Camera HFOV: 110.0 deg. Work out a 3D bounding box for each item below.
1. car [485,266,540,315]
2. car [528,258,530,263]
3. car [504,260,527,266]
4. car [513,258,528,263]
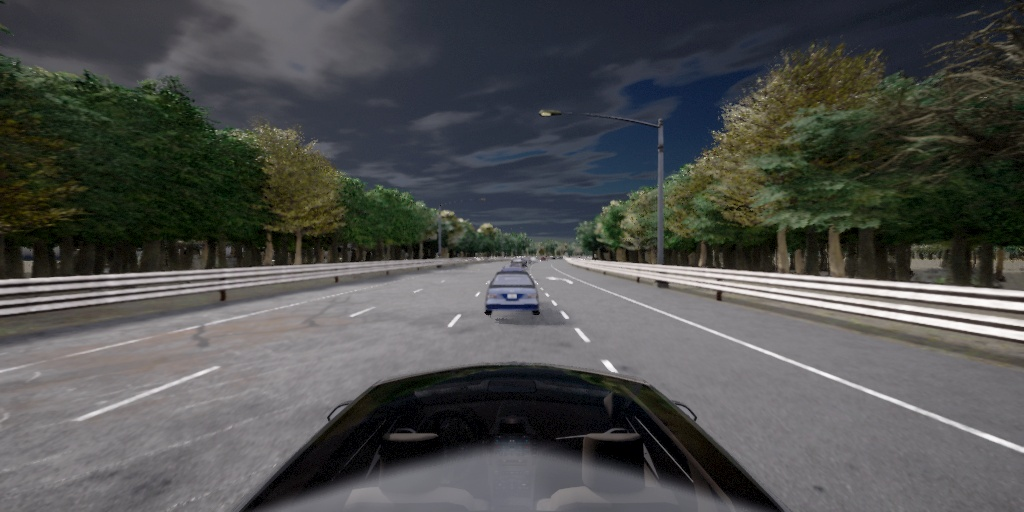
[{"bbox_3d":[0.005,1.262,13.406,2.033,1.411,5.357,0,0,0],"label":"car"},{"bbox_3d":[1.550,1.116,60.027,1.812,1.442,4.674,0,0,5],"label":"car"},{"bbox_3d":[0.091,1.265,30.434,1.895,1.301,4.718,0,0,1],"label":"car"},{"bbox_3d":[0.843,1.087,49.936,1.882,1.535,5.008,0,0,3],"label":"car"}]
